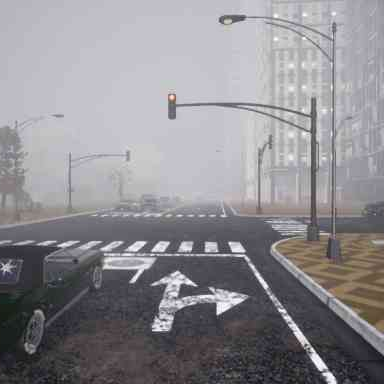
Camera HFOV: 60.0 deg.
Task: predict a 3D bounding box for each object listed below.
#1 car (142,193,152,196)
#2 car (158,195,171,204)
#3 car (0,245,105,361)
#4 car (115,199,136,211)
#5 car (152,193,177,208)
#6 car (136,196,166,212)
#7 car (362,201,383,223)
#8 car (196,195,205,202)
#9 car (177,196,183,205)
[{"bbox_3d":[-6.778,1.210,51.403,2.150,2.045,5.566,0,0,5],"label":"car"},{"bbox_3d":[-5.478,1.476,66.816,1.882,1.535,5.008,0,0,5],"label":"car"},{"bbox_3d":[-3.038,1.600,5.960,1.895,1.301,4.718,0,0,1],"label":"car"},{"bbox_3d":[-7.690,1.538,40.079,2.033,1.411,5.357,0,0,4],"label":"car"},{"bbox_3d":[-3.860,1.345,47.168,2.097,1.767,4.553,0,0,5],"label":"car"},{"bbox_3d":[-4.591,1.497,38.051,1.837,1.490,4.892,0,0,4],"label":"car"},{"bbox_3d":[14.841,1.059,22.956,5.566,2.045,2.150,0,0,5],"label":"car"},{"bbox_3d":[2.049,1.532,79.145,1.812,1.442,4.674,0,0,5],"label":"car"},{"bbox_3d":[-2.867,1.521,59.332,1.812,1.442,4.674,0,0,5],"label":"car"}]
